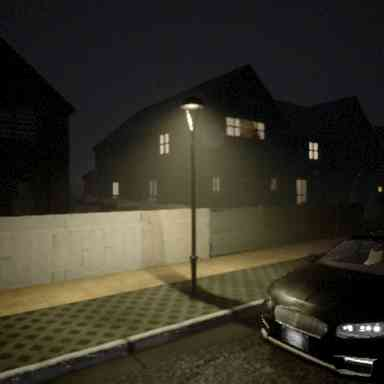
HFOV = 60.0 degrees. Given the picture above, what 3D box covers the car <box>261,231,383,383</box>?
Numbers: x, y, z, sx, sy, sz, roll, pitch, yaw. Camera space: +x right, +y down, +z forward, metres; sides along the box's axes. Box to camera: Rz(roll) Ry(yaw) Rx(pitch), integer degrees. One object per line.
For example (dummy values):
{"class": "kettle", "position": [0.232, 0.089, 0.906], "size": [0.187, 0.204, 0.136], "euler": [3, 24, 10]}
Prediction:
{"class": "car", "position": [3.208, 1.447, 5.348], "size": [4.902, 1.511, 2.128], "euler": [-1, 0, -35]}
